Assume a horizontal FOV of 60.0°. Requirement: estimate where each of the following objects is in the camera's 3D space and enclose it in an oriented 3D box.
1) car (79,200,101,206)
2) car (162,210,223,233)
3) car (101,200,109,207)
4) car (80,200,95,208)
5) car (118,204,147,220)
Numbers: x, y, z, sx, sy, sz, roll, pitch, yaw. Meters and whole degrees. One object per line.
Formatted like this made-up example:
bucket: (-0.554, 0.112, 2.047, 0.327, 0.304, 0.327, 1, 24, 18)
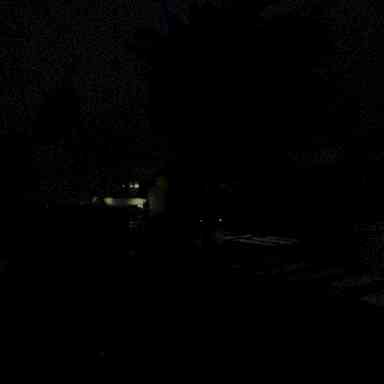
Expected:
car: (-14.454, 2.009, 45.485, 2.033, 1.411, 5.357, 0, 0, -29)
car: (-0.053, 1.850, 22.003, 1.895, 1.301, 4.718, 0, 0, -34)
car: (-14.017, 2.000, 50.571, 1.837, 1.490, 4.892, 0, 0, -28)
car: (-18.802, 2.149, 59.622, 1.994, 1.385, 4.181, 0, -1, -26)
car: (-5.812, 1.855, 30.868, 1.812, 1.442, 4.674, 0, -1, -32)
